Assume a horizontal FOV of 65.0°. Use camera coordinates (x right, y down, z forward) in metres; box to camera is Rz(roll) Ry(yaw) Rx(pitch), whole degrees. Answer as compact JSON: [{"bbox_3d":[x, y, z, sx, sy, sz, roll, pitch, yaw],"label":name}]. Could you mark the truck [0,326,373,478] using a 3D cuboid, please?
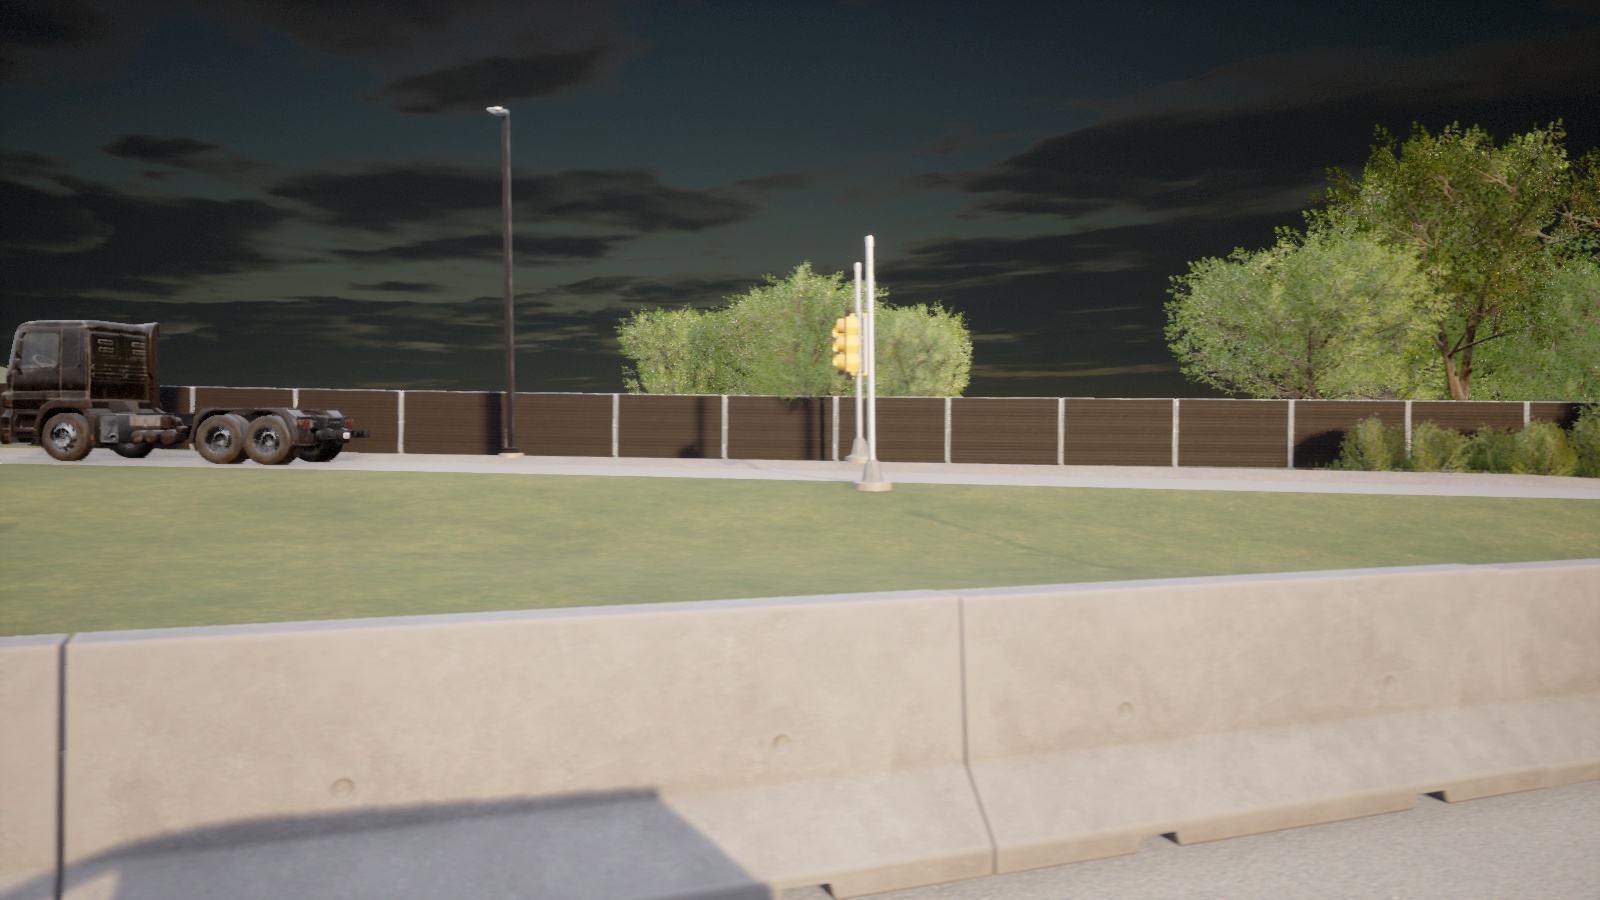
[{"bbox_3d":[-14.858,-1.123,30.528,7.936,3.462,2.891,0,2,6],"label":"truck"}]
